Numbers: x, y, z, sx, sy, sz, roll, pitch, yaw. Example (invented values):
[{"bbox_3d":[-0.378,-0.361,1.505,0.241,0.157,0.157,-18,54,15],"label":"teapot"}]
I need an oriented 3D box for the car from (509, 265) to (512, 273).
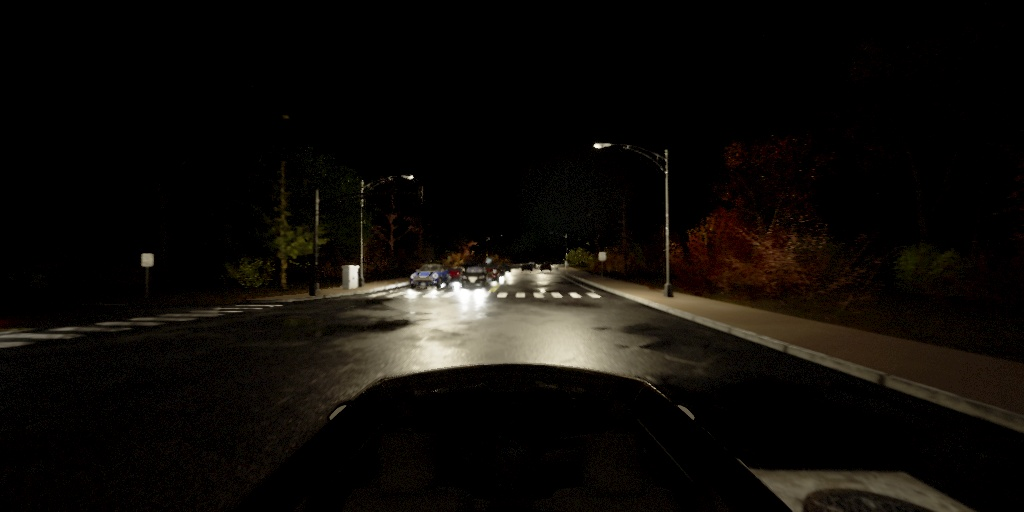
[{"bbox_3d":[-1.148,1.937,56.113,1.994,1.385,4.181,0,-1,4],"label":"car"}]

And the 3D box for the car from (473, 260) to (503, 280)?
[{"bbox_3d":[-2.399,1.528,37.346,2.097,1.767,4.553,0,-1,3],"label":"car"}]

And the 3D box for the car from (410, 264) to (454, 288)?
[{"bbox_3d":[-6.105,1.416,27.179,2.097,1.767,4.553,0,-1,2],"label":"car"}]

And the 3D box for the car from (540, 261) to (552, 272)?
[{"bbox_3d":[5.892,1.947,62.311,1.812,1.442,4.674,0,0,5],"label":"car"}]

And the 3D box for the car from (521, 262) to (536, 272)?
[{"bbox_3d":[2.657,1.924,62.701,2.128,1.511,4.902,0,0,5],"label":"car"}]

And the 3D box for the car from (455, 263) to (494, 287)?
[{"bbox_3d":[-2.827,1.565,28.362,2.128,1.511,4.902,0,-1,0],"label":"car"}]

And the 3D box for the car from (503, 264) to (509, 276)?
[{"bbox_3d":[-1.842,1.874,46.307,1.895,1.301,4.718,0,-1,4],"label":"car"}]

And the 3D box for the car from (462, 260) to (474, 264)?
[{"bbox_3d":[-5.114,1.497,46.082,2.150,2.045,5.566,0,-1,4],"label":"car"}]
